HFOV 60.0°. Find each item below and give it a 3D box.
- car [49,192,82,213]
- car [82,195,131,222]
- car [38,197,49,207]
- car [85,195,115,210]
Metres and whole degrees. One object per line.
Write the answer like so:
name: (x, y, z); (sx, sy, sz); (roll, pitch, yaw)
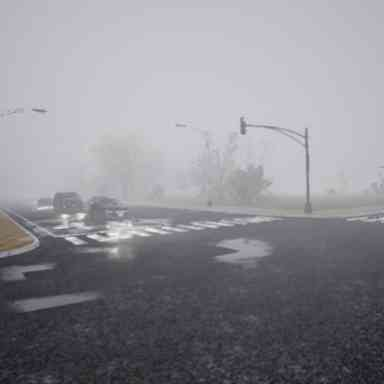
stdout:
car: (-13.184, 1.011, 35.273); (2.150, 2.045, 5.566); (-3, 1, -33)
car: (-6.095, 1.277, 24.301); (2.128, 1.511, 4.902); (-3, 1, -33)
car: (-20.089, 1.349, 46.061); (1.994, 1.385, 4.181); (-3, 2, -32)
car: (-10.405, 1.153, 37.344); (1.837, 1.490, 4.892); (-3, 1, -33)
